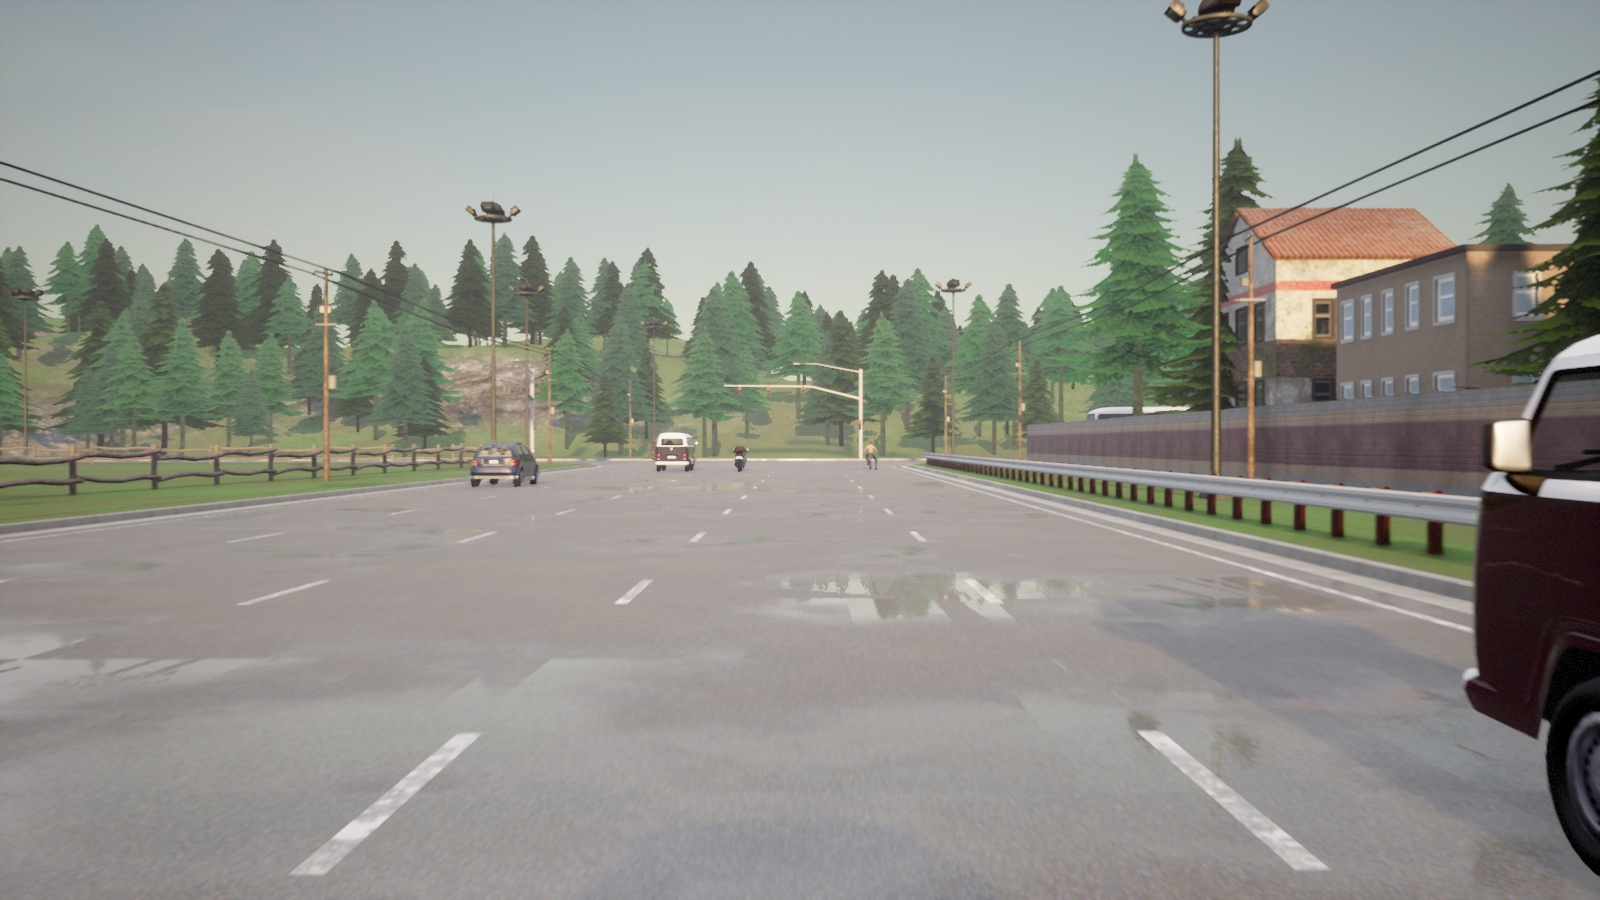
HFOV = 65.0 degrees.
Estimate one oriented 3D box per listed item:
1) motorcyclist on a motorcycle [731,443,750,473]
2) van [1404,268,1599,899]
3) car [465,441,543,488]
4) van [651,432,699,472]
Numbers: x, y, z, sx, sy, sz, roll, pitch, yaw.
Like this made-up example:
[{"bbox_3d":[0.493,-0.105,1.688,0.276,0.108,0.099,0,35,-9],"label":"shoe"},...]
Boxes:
[{"bbox_3d":[-3.115,0.412,65.516,0.866,1.530,2.191,0,0,0],"label":"motorcyclist on a motorcycle"},{"bbox_3d":[3.532,0.456,2.970,2.069,2.038,4.480,0,0,0],"label":"van"},{"bbox_3d":[-10.239,0.472,43.665,1.789,1.549,3.705,0,0,0],"label":"car"},{"bbox_3d":[-6.606,0.091,66.762,2.069,2.038,4.480,0,0,0],"label":"van"}]
